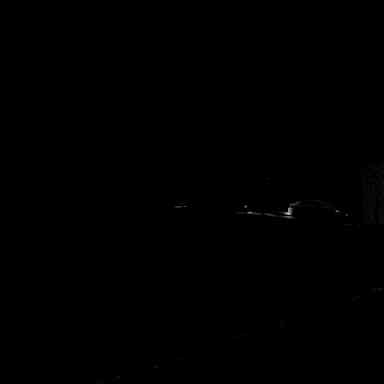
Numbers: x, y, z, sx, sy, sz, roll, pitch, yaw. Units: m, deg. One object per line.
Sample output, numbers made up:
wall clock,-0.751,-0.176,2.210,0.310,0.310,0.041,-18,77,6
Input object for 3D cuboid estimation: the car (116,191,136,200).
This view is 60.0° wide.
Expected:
car,-12.267,0.624,61.393,1.812,1.442,4.674,1,1,-35

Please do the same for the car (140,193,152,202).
car,-6.746,0.818,53.517,1.994,1.385,4.181,1,1,-34

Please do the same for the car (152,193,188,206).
car,-2.652,0.959,42.526,2.033,1.411,5.357,1,1,-35

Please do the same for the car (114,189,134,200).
car,-11.219,0.137,55.056,2.097,1.767,4.553,1,1,-35

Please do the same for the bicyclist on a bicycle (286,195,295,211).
bicyclist on a bicycle,10.264,1.137,34.393,1.656,1.620,0.582,0,1,-35

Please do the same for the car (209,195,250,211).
car,3.670,1.084,33.421,2.128,1.511,4.902,1,1,-35

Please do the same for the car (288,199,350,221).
car,9.458,1.284,25.087,1.812,1.442,4.674,1,1,-35
